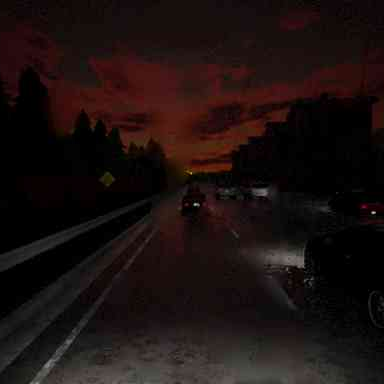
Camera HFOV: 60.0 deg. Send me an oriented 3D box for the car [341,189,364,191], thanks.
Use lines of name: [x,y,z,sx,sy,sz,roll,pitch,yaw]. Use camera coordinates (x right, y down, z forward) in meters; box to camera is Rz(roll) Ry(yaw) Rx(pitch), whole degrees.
car: [14.270,0.433,29.951,1.882,1.535,5.008,0,2,0]

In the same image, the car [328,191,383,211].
car: [10.724,0.838,21.818,1.895,1.301,4.718,0,2,0]

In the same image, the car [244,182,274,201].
car: [7.316,-0.100,38.036,2.150,2.045,5.566,0,2,0]

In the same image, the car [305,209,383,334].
car: [3.636,1.306,6.166,1.812,1.442,4.674,0,2,0]

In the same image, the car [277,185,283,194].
car: [14.346,-0.530,57.829,1.882,1.535,5.008,0,2,0]

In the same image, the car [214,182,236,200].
car: [3.825,-0.133,39.045,2.150,2.045,5.566,0,2,0]

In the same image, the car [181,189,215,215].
car: [0.232,0.747,23.027,2.033,1.411,5.357,0,2,0]

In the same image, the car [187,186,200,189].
car: [0.257,-0.224,50.487,1.812,1.442,4.674,0,2,0]

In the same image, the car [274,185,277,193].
car: [10.843,-0.219,49.697,1.837,1.490,4.892,0,2,0]
